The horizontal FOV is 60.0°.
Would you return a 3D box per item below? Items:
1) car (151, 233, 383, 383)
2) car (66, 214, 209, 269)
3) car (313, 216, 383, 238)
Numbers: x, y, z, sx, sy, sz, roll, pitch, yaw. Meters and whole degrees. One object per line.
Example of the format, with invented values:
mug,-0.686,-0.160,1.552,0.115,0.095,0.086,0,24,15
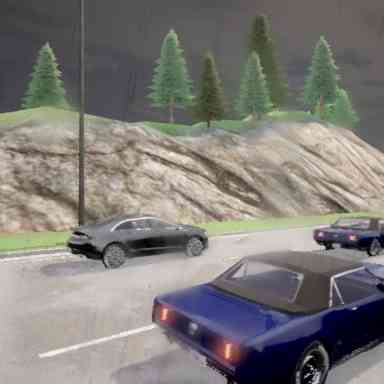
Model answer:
car,1.871,1.600,5.079,4.718,1.301,1.895,0,0,-36
car,-1.629,1.491,11.189,4.902,1.511,2.128,0,0,-36
car,6.894,1.600,12.981,4.718,1.301,1.895,0,0,-36
